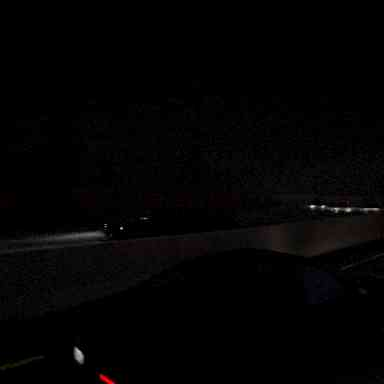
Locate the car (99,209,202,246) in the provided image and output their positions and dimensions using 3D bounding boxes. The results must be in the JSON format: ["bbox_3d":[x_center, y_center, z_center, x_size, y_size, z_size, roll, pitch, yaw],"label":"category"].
[{"bbox_3d":[-1.881,1.619,16.160,4.718,1.301,1.895,0,0,-41],"label":"car"}]

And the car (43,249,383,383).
[{"bbox_3d":[0.932,1.550,4.612,5.357,1.411,2.033,0,0,-38],"label":"car"}]

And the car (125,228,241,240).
[{"bbox_3d":[-0.129,1.517,13.109,4.892,1.490,1.837,0,0,-41],"label":"car"}]
